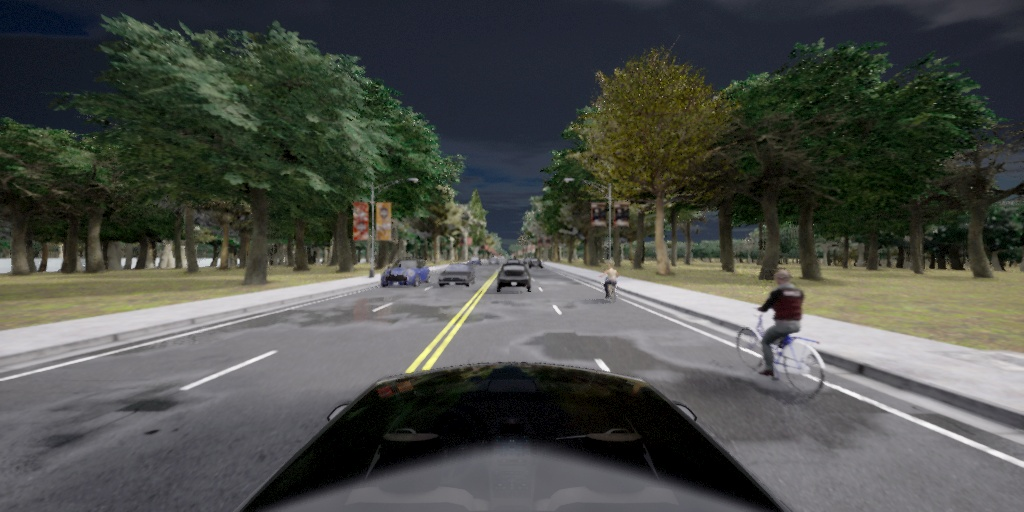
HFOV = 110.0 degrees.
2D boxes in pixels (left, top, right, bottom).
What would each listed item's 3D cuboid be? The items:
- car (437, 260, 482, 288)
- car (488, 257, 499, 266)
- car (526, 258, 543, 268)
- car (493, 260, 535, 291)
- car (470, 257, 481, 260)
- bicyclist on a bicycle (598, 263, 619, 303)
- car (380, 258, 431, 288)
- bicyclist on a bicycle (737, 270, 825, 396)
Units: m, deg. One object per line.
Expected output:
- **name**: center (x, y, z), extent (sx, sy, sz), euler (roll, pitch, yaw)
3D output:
- **car**: center (-3.342, 1.178, 22.788), extent (2.033, 1.411, 5.357), euler (0, 0, 0)
- **car**: center (-3.252, 0.955, 64.213), extent (2.128, 1.511, 4.902), euler (0, 0, 1)
- **car**: center (3.372, 1.026, 52.530), extent (1.812, 1.442, 4.674), euler (0, 0, 0)
- **car**: center (0.105, 1.147, 20.655), extent (1.837, 1.490, 4.892), euler (0, 0, 0)
- **car**: center (-6.496, 0.985, 64.206), extent (1.812, 1.442, 4.674), euler (0, 0, 1)
- **bicyclist on a bicycle**: center (4.147, 1.110, 15.175), extent (0.866, 1.612, 1.509), euler (0, 0, 0)
- **car**: center (-6.591, 0.983, 22.596), extent (2.097, 1.767, 4.553), euler (0, 0, 0)
- **bicyclist on a bicycle**: center (4.144, 1.098, 5.693), extent (0.659, 1.776, 1.843), euler (0, 1, 0)
